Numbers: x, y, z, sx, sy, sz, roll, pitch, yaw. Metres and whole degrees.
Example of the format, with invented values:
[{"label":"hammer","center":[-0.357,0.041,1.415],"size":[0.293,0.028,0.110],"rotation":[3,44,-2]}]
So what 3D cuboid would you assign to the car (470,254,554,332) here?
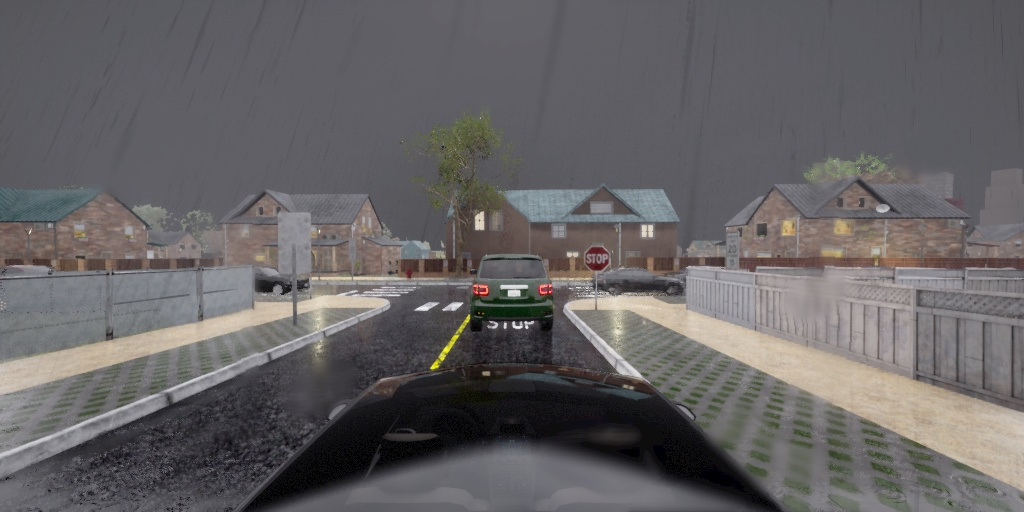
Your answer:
[{"label":"car","center":[-0.124,0.967,11.081],"size":[2.150,2.045,5.566],"rotation":[0,0,-4]}]

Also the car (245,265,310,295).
[{"label":"car","center":[-13.420,1.254,19.195],"size":[5.008,1.535,1.882],"rotation":[0,1,3]}]

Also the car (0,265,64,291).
[{"label":"car","center":[-26.378,1.247,19.636],"size":[5.008,1.535,1.882],"rotation":[0,1,1]}]

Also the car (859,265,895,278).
[{"label":"car","center":[21.311,1.261,21.140],"size":[4.181,1.385,1.994],"rotation":[0,1,1]}]

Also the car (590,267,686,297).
[{"label":"car","center":[6.454,1.298,18.586],"size":[4.674,1.442,1.812],"rotation":[0,1,2]}]

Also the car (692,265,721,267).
[{"label":"car","center":[11.339,1.248,21.381],"size":[5.357,1.411,2.033],"rotation":[0,1,2]}]
